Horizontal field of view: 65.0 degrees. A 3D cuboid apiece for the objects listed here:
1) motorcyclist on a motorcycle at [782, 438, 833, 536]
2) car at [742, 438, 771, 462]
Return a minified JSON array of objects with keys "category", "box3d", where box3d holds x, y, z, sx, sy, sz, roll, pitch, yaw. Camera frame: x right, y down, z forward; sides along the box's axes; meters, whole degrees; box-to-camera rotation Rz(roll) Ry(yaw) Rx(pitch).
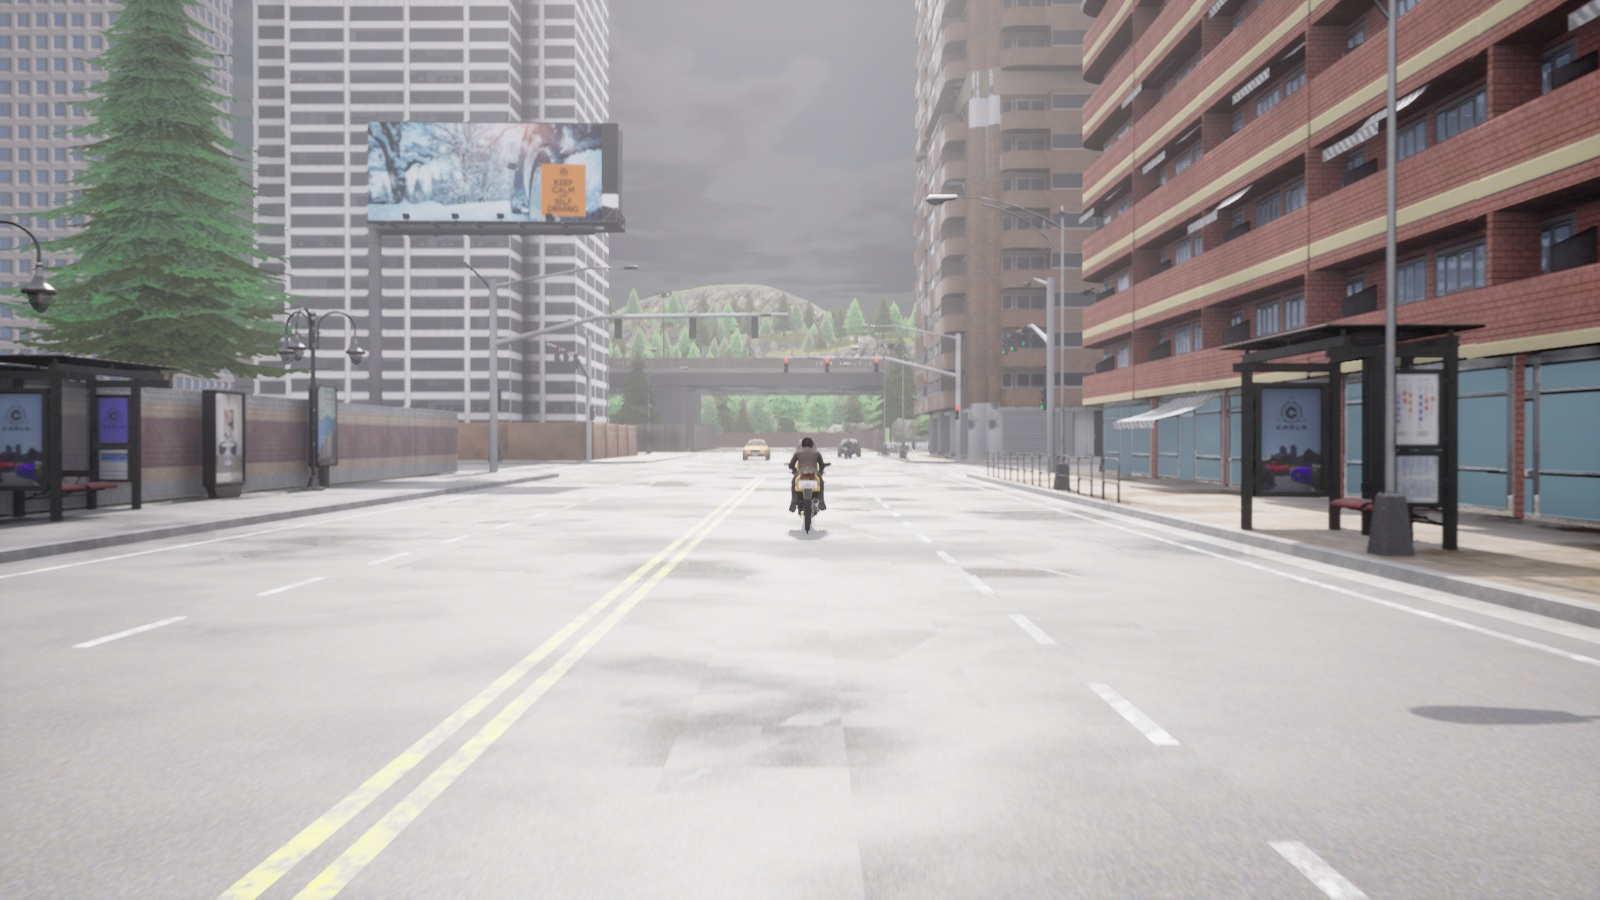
[{"category":"motorcyclist on a motorcycle","box3d":[0.122,0.565,20.505,0.797,1.523,2.044,0,0,0]},{"category":"car","box3d":[-3.029,-0.025,87.985,1.801,1.575,5.366,0,0,0]}]
